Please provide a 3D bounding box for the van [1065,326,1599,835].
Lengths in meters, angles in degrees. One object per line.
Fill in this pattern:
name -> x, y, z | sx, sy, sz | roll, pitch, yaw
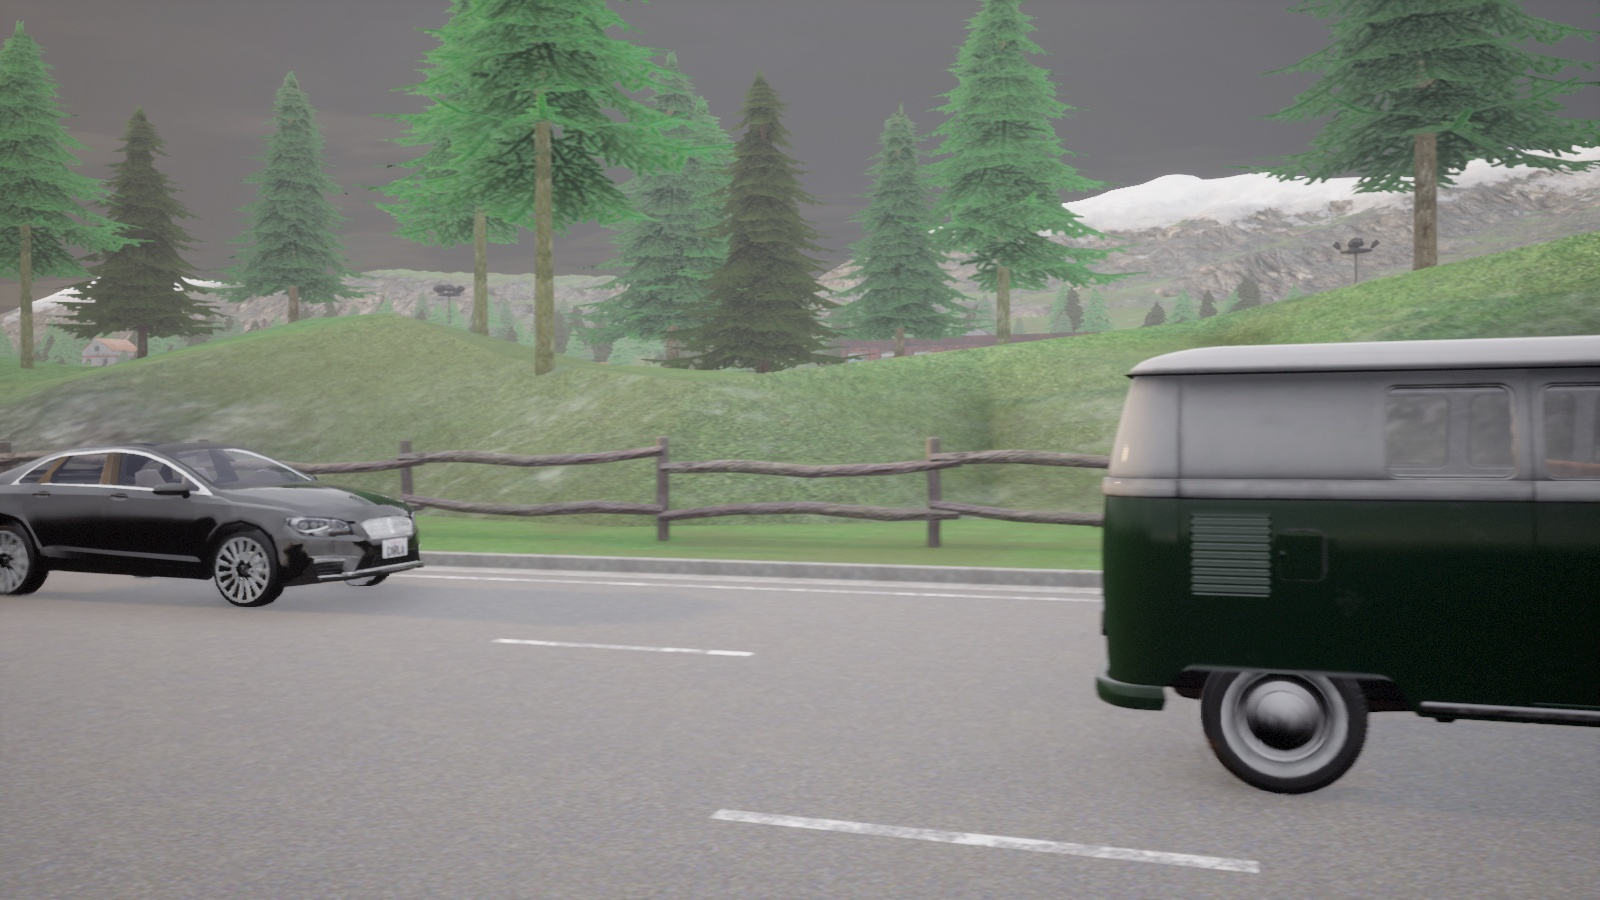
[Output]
van -> 3.562, 0.499, 5.683 | 4.442, 1.987, 1.775 | 0, 1, 19

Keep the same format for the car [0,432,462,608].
car -> -6.131, 0.582, 12.640 | 4.902, 1.511, 2.128 | 0, 1, 19
